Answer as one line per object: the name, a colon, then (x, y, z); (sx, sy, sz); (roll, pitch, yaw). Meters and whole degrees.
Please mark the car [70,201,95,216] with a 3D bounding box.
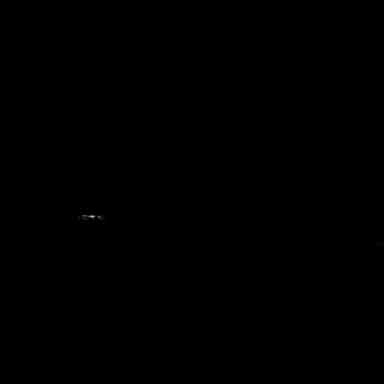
car: (-12.331, 1.815, 37.205); (1.837, 1.490, 4.892); (0, 0, -35)
